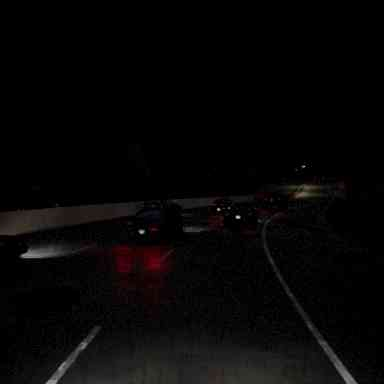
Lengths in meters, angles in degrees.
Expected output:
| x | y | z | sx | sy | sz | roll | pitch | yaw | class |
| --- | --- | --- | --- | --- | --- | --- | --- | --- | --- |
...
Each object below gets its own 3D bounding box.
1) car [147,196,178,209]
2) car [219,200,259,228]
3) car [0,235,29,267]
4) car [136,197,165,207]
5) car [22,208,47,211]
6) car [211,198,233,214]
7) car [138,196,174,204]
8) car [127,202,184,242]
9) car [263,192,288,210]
| x | y | z | sx | sy | sz | roll | pitch | yaw | class |
| --- | --- | --- | --- | --- | --- | --- | --- | --- | --- |
| -3.775 | 1.275 | 43.832 | 1.882 | 1.535 | 5.008 | 0 | 0 | 24 | car |
| 3.266 | 1.472 | 21.807 | 1.994 | 1.385 | 4.181 | 0 | 0 | 15 | car |
| -6.376 | 1.498 | 8.254 | 2.033 | 1.411 | 5.357 | 0 | 0 | 6 | car |
| -5.850 | 1.377 | 47.754 | 1.895 | 1.301 | 4.718 | 0 | 0 | 24 | car |
| -15.499 | 1.329 | 32.988 | 1.837 | 1.490 | 4.892 | 0 | 0 | 19 | car |
| 3.357 | 1.363 | 33.152 | 1.837 | 1.490 | 4.892 | 0 | 0 | 21 | car |
| -2.430 | 1.226 | 27.229 | 2.097 | 1.767 | 4.553 | 0 | 0 | 17 | car |
| -1.660 | 1.450 | 16.066 | 1.812 | 1.442 | 4.674 | 0 | 0 | 11 | car |
| 10.143 | 1.054 | 40.232 | 2.150 | 2.045 | 5.566 | 0 | -1 | 24 | car |
